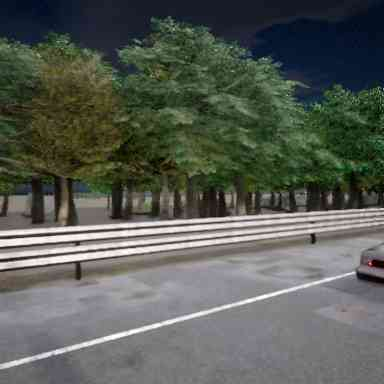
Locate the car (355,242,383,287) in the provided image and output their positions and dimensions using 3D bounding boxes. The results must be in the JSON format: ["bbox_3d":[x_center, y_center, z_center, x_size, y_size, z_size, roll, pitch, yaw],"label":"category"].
[{"bbox_3d":[6.129,1.542,8.114,5.357,1.411,2.033,0,0,-35],"label":"car"}]
